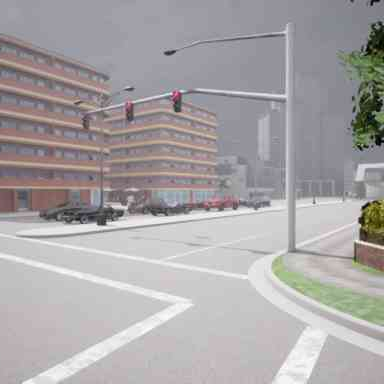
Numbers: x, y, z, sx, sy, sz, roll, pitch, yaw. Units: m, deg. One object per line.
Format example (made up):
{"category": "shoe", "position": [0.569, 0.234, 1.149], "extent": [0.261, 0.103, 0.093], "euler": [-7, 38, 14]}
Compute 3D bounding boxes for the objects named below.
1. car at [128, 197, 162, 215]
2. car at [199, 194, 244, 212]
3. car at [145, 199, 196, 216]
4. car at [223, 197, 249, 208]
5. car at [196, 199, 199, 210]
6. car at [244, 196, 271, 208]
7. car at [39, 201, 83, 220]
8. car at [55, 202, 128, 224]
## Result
{"category": "car", "position": [-4.574, 1.351, 34.656], "extent": [2.097, 1.767, 4.553], "euler": [0, 0, 35]}
{"category": "car", "position": [3.613, 1.221, 39.950], "extent": [2.150, 2.045, 5.566], "euler": [0, 0, 36]}
{"category": "car", "position": [-1.964, 1.598, 32.306], "extent": [1.895, 1.301, 4.718], "euler": [0, 0, 36]}
{"category": "car", "position": [6.734, 1.525, 50.131], "extent": [1.812, 1.442, 4.674], "euler": [0, 0, 36]}
{"category": "car", "position": [0.681, 1.600, 41.872], "extent": [1.895, 1.301, 4.718], "euler": [0, 0, 36]}
{"category": "car", "position": [9.667, 1.352, 48.214], "extent": [2.097, 1.767, 4.553], "euler": [0, 0, 36]}
{"category": "car", "position": [-9.979, 1.504, 27.245], "extent": [1.837, 1.490, 4.892], "euler": [0, 0, 36]}
{"category": "car", "position": [-7.376, 1.600, 24.910], "extent": [1.895, 1.301, 4.718], "euler": [0, 0, 33]}
